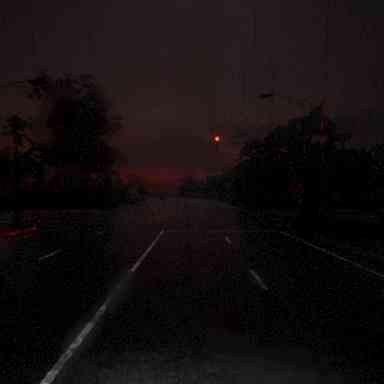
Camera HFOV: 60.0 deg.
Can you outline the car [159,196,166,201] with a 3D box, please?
[{"bbox_3d":[-8.195,1.766,91.578,2.033,1.411,5.357,0,0,-5],"label":"car"}]
